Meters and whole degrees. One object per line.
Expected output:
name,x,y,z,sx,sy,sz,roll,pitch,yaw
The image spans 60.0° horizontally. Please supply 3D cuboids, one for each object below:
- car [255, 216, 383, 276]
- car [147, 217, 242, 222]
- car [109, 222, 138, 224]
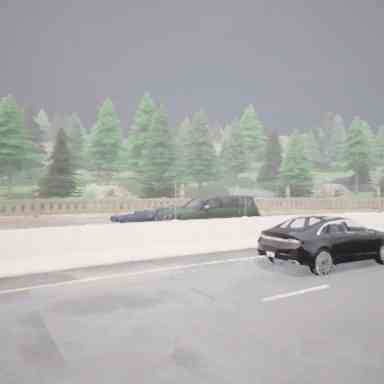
car,4.245,1.485,10.241,4.902,1.511,2.128,0,0,-30
car,0.865,1.187,16.635,5.566,2.045,2.150,0,0,-29
car,-2.241,1.548,18.864,4.718,1.301,1.895,0,0,-30
